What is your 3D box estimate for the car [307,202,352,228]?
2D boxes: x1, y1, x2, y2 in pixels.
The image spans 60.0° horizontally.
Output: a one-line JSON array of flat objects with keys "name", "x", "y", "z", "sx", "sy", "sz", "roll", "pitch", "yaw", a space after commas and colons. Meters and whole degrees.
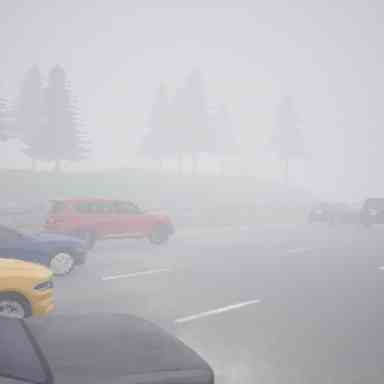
[{"name": "car", "x": 10.438, "y": 1.520, "z": 24.105, "sx": 4.553, "sy": 1.767, "sz": 2.097, "roll": 1, "pitch": 0, "yaw": -36}]

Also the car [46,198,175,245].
[{"name": "car", "x": -3.439, "y": 1.262, "z": 14.193, "sx": 5.566, "sy": 2.045, "sz": 2.150, "roll": 0, "pitch": 0, "yaw": -36}]

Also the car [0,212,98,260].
[{"name": "car", "x": -5.272, "y": 1.481, "z": 8.590, "sx": 5.008, "sy": 1.535, "sz": 1.882, "roll": 0, "pitch": 0, "yaw": -35}]

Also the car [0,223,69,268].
[{"name": "car", "x": -4.639, "y": 1.468, "z": 4.745, "sx": 5.008, "sy": 1.535, "sz": 1.882, "roll": 0, "pitch": 0, "yaw": -35}]

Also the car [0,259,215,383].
[{"name": "car", "x": -2.329, "y": 1.541, "z": 2.090, "sx": 5.357, "sy": 1.411, "sz": 2.033, "roll": 1, "pitch": 0, "yaw": -35}]

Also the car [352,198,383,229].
[{"name": "car", "x": 13.185, "y": 1.399, "z": 21.763, "sx": 5.566, "sy": 2.045, "sz": 2.150, "roll": 0, "pitch": 0, "yaw": -36}]
